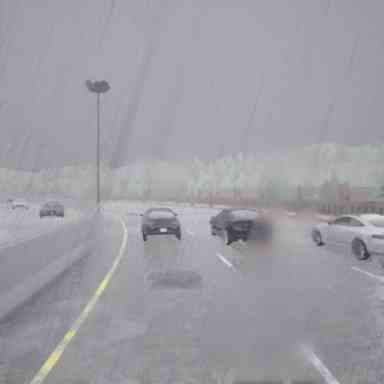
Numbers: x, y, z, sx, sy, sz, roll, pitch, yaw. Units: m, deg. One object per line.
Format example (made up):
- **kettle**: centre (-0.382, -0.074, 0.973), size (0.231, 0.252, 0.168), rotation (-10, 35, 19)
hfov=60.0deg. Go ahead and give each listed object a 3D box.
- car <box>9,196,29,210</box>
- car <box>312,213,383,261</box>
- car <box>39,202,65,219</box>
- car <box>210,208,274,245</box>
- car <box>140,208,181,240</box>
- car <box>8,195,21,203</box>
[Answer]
- **car**: centre (-23.006, 1.608, 44.471), size (1.812, 1.442, 4.674), rotation (0, 0, -30)
- **car**: centre (6.149, 1.498, 12.142), size (1.812, 1.442, 4.674), rotation (0, 0, -6)
- **car**: centre (-12.538, 1.608, 30.048), size (1.994, 1.385, 4.181), rotation (0, 0, -19)
- **car**: centre (2.130, 1.466, 15.514), size (1.882, 1.535, 5.008), rotation (0, 0, -9)
- **car**: centre (-1.672, 1.529, 17.092), size (1.812, 1.442, 4.674), rotation (0, 0, -10)
- **car**: centre (-34.437, 1.342, 65.305), size (2.097, 1.767, 4.553), rotation (0, 0, -44)
